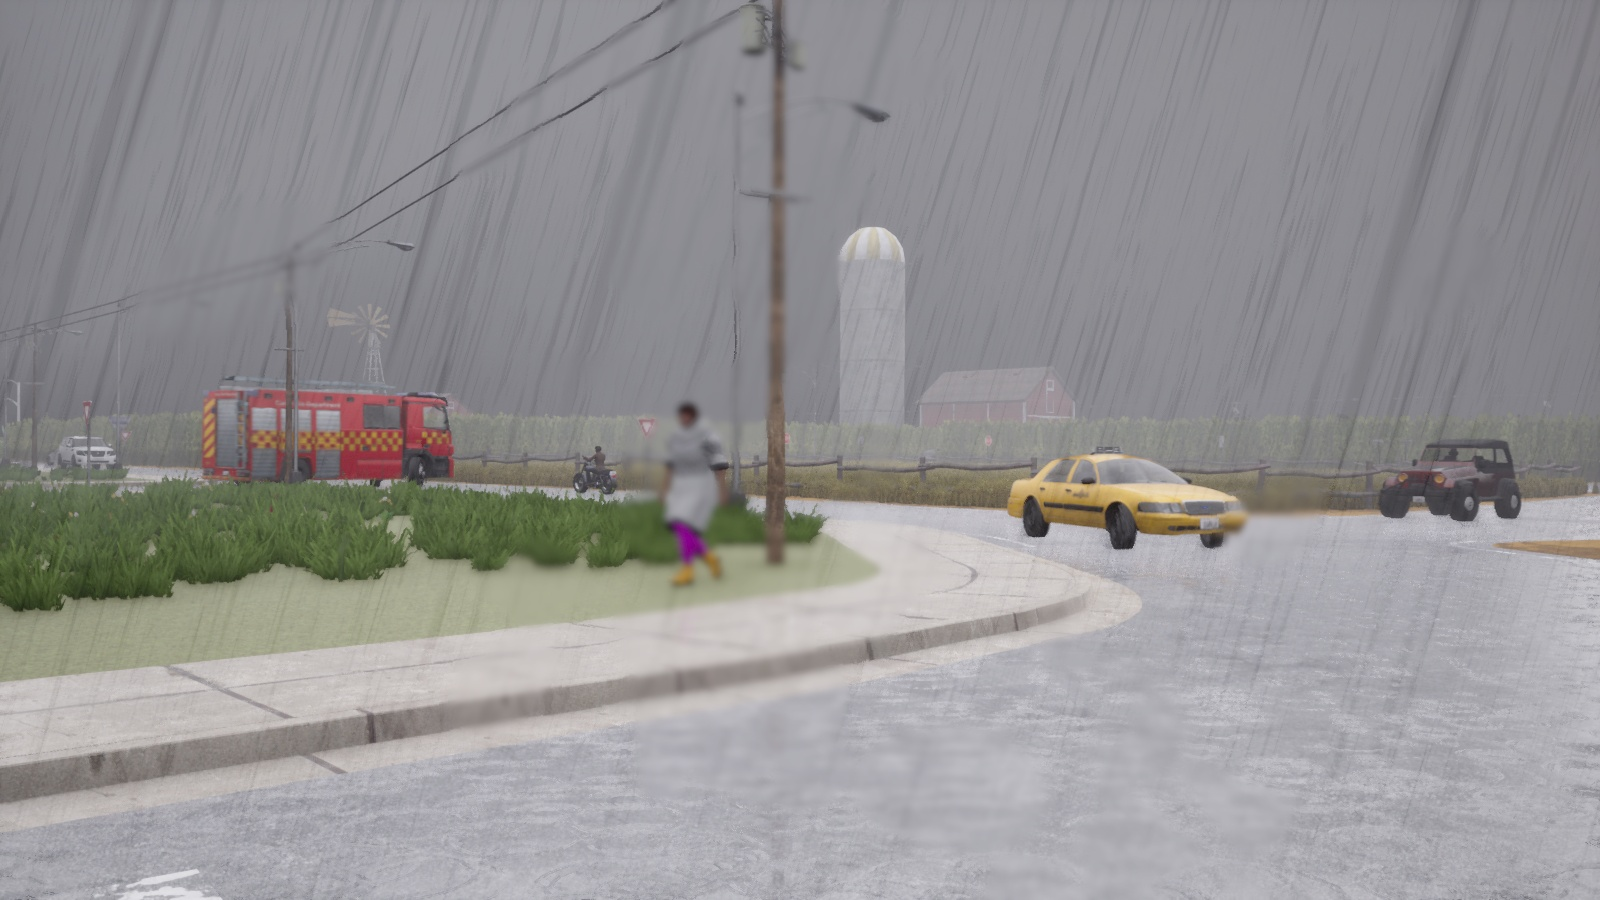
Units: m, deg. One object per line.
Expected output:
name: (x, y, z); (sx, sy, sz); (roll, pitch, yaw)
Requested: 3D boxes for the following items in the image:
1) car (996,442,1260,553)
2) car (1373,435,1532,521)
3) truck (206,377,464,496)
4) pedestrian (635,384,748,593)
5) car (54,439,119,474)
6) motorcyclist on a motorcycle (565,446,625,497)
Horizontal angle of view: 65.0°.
car: (5.162, 0.687, 20.690); (1.801, 1.575, 5.366); (0, 0, -15)
car: (15.452, 0.605, 29.673); (3.866, 1.878, 1.905); (0, 0, -38)
truck: (-16.274, -0.449, 44.683); (2.891, 3.827, 8.468); (1, 0, 35)
pedestrian: (-1.051, 0.359, 12.244); (0.659, 1.952, 0.873); (0, 0, 41)
car: (-42.893, 0.363, 75.434); (2.150, 2.045, 5.566); (0, 0, -43)
motorcyclist on a motorcycle: (-6.829, 0.695, 41.765); (0.766, 1.649, 2.350); (0, 0, -43)
